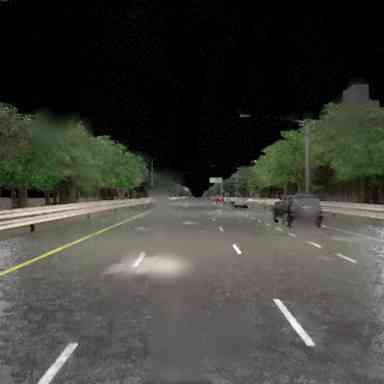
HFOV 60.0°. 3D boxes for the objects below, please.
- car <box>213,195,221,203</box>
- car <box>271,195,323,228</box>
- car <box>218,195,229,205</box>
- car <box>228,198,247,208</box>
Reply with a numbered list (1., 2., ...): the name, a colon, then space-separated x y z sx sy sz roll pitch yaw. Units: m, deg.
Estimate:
1. car: 7.496 1.945 89.736 2.150 2.045 5.566 0 -1 1
2. car: 7.043 1.245 22.736 2.150 2.045 5.566 0 0 0
3. car: 7.310 1.974 69.730 2.128 1.511 4.902 0 -1 0
4. car: 7.174 1.778 50.779 1.994 1.385 4.181 0 -1 0
